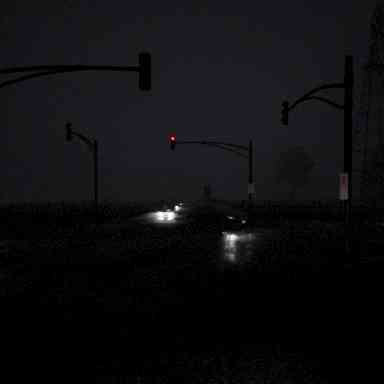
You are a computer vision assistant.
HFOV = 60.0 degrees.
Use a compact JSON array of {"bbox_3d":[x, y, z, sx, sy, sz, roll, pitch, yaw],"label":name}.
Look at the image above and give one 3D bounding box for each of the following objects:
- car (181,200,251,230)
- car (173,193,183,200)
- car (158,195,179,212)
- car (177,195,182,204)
[{"bbox_3d":[1.520,1.434,20.751,1.812,1.442,4.674,-1,0,-38],"label":"car"},{"bbox_3d":[-3.073,1.219,69.439,2.150,2.045,5.566,0,0,0],"label":"car"},{"bbox_3d":[-2.995,1.486,39.525,2.128,1.511,4.902,0,0,-1],"label":"car"},{"bbox_3d":[-3.081,1.597,55.763,1.895,1.301,4.718,0,0,0],"label":"car"}]
